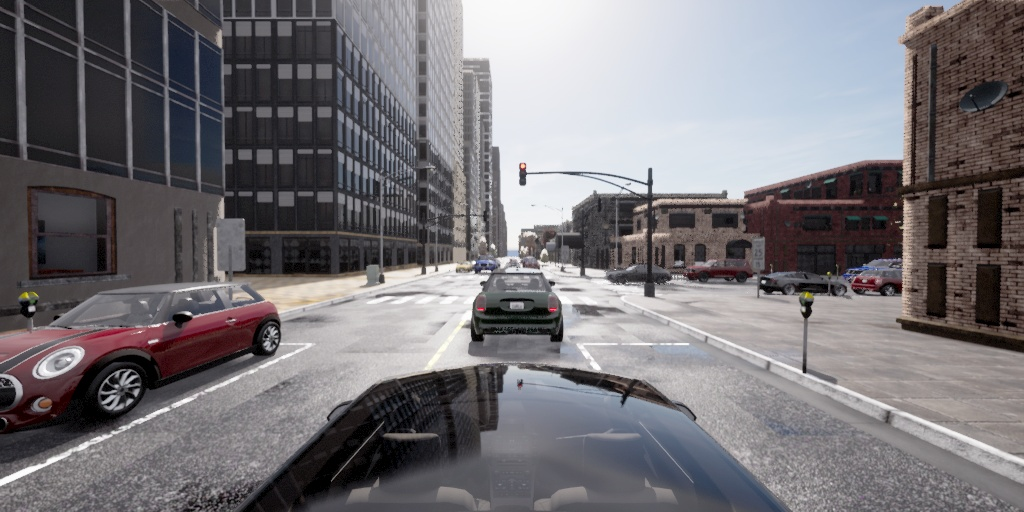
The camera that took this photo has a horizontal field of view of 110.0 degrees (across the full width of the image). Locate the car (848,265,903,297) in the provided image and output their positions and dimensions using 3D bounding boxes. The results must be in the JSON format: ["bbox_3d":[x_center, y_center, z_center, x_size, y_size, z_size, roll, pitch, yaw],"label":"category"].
[{"bbox_3d":[21.994,1.467,20.364,4.097,1.591,1.967,0,0,1],"label":"car"}]

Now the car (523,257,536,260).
[{"bbox_3d":[2.780,1.162,49.134,1.967,1.591,4.097,0,0,0],"label":"car"}]

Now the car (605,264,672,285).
[{"bbox_3d":[9.198,1.334,26.168,4.674,1.442,1.812,1,1,-2],"label":"car"}]

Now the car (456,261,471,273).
[{"bbox_3d":[-5.749,1.251,43.391,1.751,1.417,4.829,0,0,0],"label":"car"}]

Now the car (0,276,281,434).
[{"bbox_3d":[-5.684,1.187,5.613,1.967,1.591,4.097,0,0,0],"label":"car"}]

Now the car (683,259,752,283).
[{"bbox_3d":[16.569,1.155,28.824,5.009,1.841,2.192,0,0,1],"label":"car"}]

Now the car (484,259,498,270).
[{"bbox_3d":[-2.998,1.247,51.686,1.812,1.442,4.674,0,0,0],"label":"car"}]

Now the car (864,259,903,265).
[{"bbox_3d":[27.545,1.208,26.060,5.566,2.045,2.150,1,1,1],"label":"car"}]

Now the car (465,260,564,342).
[{"bbox_3d":[0.150,1.097,9.909,2.097,1.767,4.553,0,0,1],"label":"car"}]

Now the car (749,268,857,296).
[{"bbox_3d":[16.447,1.540,20.446,4.313,1.339,1.948,0,0,1],"label":"car"}]

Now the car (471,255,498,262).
[{"bbox_3d":[-3.013,0.948,41.495,2.150,2.045,5.566,0,0,1],"label":"car"}]
